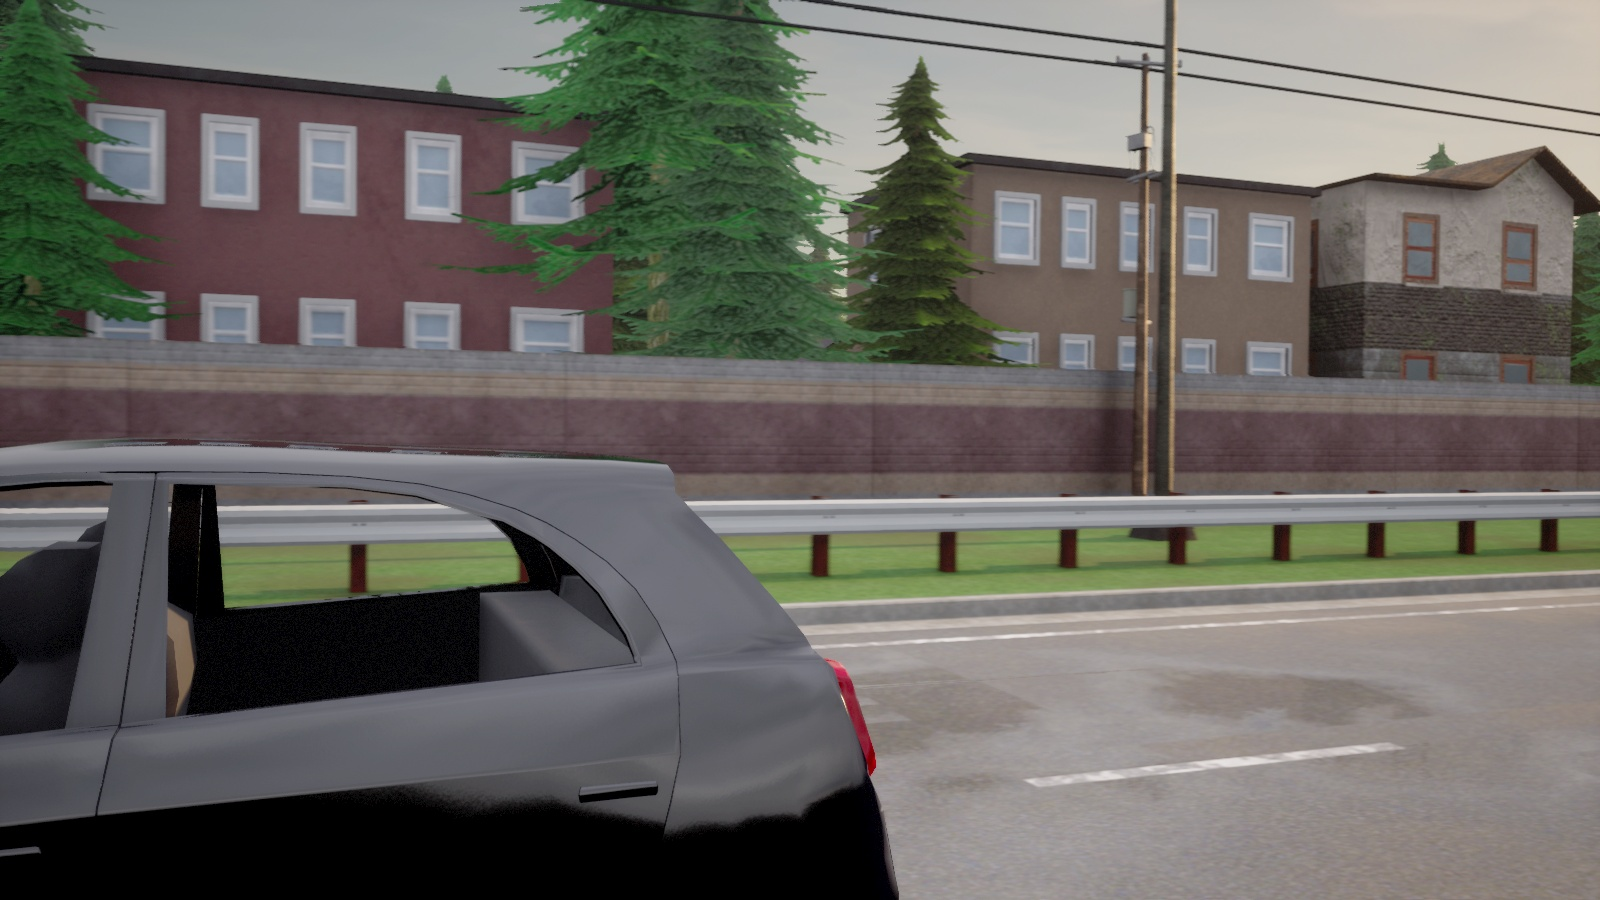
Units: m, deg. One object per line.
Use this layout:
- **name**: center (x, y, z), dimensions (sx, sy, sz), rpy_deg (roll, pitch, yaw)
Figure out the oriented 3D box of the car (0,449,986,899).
- **car**: center (-1.672, 0.788, 2.604), dimensions (3.633, 1.501, 1.845), rpy_deg (-1, 1, -21)
